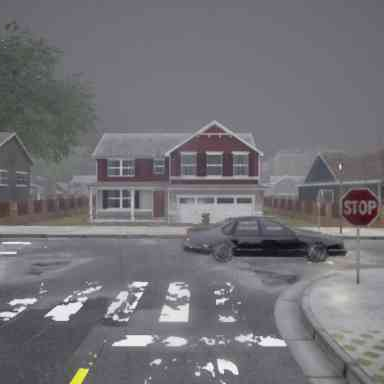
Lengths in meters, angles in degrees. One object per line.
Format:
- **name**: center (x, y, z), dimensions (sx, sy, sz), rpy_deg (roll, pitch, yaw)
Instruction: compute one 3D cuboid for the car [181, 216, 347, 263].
- **car**: center (2.315, 1.565, 11.425), dimensions (5.357, 1.411, 2.033), rpy_deg (0, 0, 1)
